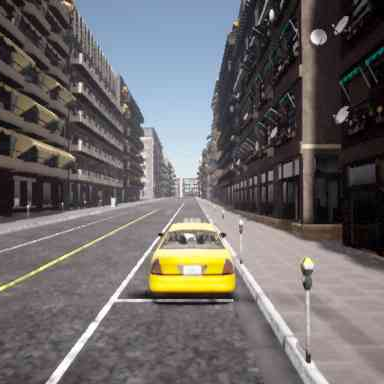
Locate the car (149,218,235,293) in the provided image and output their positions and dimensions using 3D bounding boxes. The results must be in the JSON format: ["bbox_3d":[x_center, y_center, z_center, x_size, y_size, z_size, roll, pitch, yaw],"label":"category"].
[{"bbox_3d":[0.004,1.453,8.843,1.801,1.575,5.366,0,0,0],"label":"car"}]
